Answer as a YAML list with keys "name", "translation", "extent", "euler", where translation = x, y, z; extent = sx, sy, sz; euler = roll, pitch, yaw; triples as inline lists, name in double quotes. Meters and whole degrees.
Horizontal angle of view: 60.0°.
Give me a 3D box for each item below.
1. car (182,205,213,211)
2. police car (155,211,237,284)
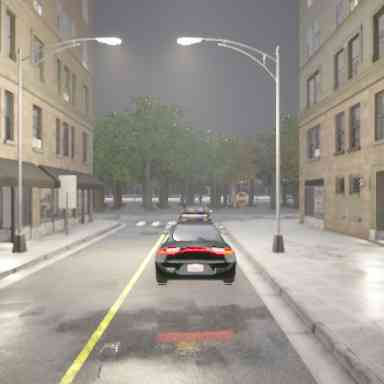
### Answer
- name: "car"
  translation: [0.317, 1.603, 21.747]
  extent: [2.128, 1.511, 4.902]
  euler: [0, 0, 5]
- name: "police car"
  translation: [0.079, 1.552, 9.851]
  extent: [2.038, 1.542, 4.974]
  euler: [0, -1, 0]
